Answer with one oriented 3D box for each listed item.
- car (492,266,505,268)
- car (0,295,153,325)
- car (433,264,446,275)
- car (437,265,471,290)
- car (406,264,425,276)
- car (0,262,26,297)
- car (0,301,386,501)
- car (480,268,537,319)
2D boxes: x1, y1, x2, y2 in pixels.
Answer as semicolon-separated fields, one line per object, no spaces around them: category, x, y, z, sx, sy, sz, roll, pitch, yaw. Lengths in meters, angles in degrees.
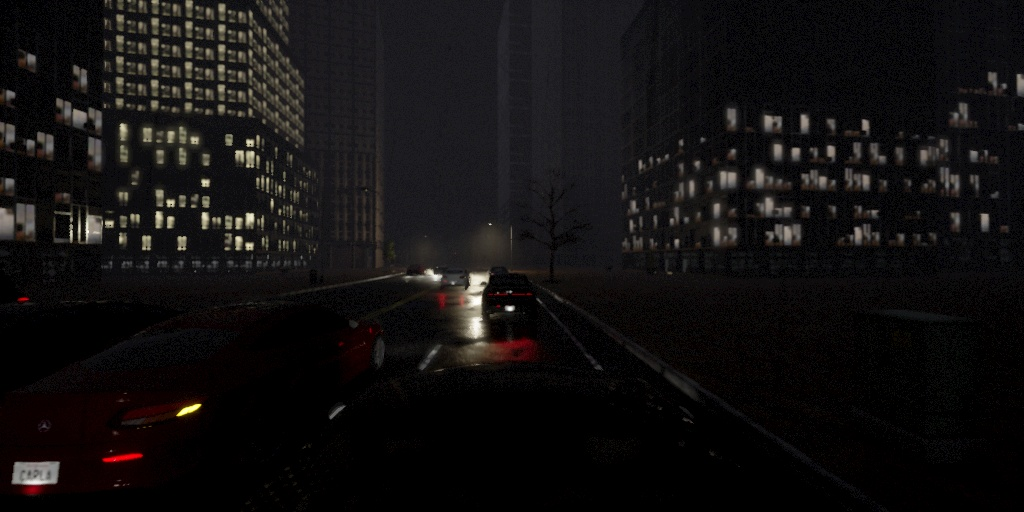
car;-1.240;1.663;33.153;2.033;1.411;5.357;0;-1;-5
car;-6.648;1.354;4.907;2.033;1.411;5.357;0;-1;0
car;-9.590;1.815;48.585;2.128;1.511;4.902;0;-1;-7
car;-3.947;1.561;25.541;1.812;1.442;4.674;0;-1;-3
car;-12.727;1.797;47.484;1.882;1.535;5.008;0;-1;-7
car;-9.900;1.030;4.233;2.150;2.045;5.566;0;-1;0
car;-3.215;1.320;4.719;1.812;1.442;4.674;0;-1;0
car;-0.136;1.391;13.535;1.837;1.490;4.892;0;0;-2
